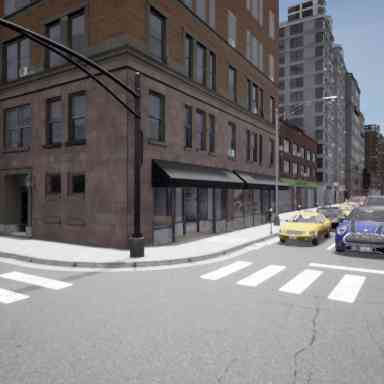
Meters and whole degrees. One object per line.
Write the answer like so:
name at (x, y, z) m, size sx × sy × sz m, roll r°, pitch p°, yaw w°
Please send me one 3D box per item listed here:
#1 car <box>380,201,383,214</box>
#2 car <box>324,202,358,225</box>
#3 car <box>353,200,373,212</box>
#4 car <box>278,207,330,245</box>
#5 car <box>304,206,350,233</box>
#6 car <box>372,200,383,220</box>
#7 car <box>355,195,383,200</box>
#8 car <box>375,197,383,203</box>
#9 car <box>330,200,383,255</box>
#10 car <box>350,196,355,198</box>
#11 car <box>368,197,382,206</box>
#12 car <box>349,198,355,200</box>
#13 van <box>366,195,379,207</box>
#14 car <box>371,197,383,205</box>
car at (22.216, 1.672, 37.253) m, size 1.895 × 1.301 × 4.718 m, roll 0°, pitch 0°, yaw 32°
car at (11.480, 1.579, 25.476) m, size 1.752 × 1.417 × 4.829 m, roll 0°, pitch 0°, yaw 32°
car at (20.568, 1.654, 40.002) m, size 1.802 × 1.307 × 4.206 m, roll 0°, pitch 0°, yaw 32°
car at (5.481, 1.566, 15.888) m, size 1.752 × 1.417 × 4.829 m, roll 0°, pitch 0°, yaw 32°
car at (8.571, 1.613, 20.826) m, size 1.947 × 1.339 × 4.313 m, roll 0°, pitch 0°, yaw 32°
car at (17.496, 1.553, 29.804) m, size 2.128 × 1.511 × 4.902 m, roll 0°, pitch 0°, yaw 32°
car at (12.217, 1.272, 21.462) m, size 2.150 × 2.045 × 5.566 m, roll 0°, pitch 0°, yaw 33°
car at (41.558, 1.712, 73.558) m, size 1.802 × 1.307 × 4.206 m, roll 0°, pitch 0°, yaw 32°
car at (7.157, 1.391, 13.362) m, size 2.097 × 1.767 × 4.553 m, roll 0°, pitch 0°, yaw 32°
car at (17.569, 1.381, 35.209) m, size 2.192 × 1.841 × 5.009 m, roll 0°, pitch 0°, yaw 32°
car at (32.565, 1.635, 59.179) m, size 1.887 × 1.381 × 4.507 m, roll 0°, pitch 0°, yaw 32°
car at (14.479, 1.586, 30.270) m, size 1.752 × 1.417 × 4.829 m, roll 0°, pitch 0°, yaw 32°
van at (29.566, 1.427, 54.384) m, size 1.690 × 1.788 × 3.998 m, roll 0°, pitch 0°, yaw 32°
car at (35.563, 1.679, 63.973) m, size 1.802 × 1.307 × 4.206 m, roll 0°, pitch 0°, yaw 32°
